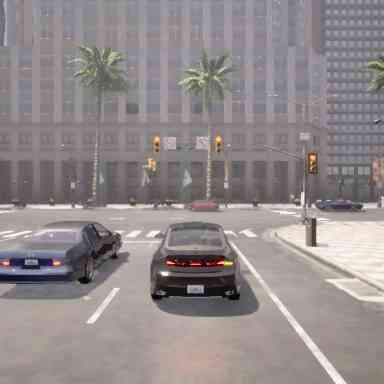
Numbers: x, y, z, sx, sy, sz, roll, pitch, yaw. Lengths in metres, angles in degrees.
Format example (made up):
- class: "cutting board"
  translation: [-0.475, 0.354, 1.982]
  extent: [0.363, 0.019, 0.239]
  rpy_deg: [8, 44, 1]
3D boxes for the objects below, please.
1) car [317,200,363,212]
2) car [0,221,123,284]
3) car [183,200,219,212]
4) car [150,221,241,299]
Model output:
- class: "car"
  translation: [17.012, 1.601, 38.503]
  extent: [4.718, 1.301, 1.895]
  rpy_deg: [0, 0, 0]
- class: "car"
  translation: [-3.421, 1.547, 9.618]
  extent: [2.033, 1.411, 5.357]
  rpy_deg: [0, 0, 0]
- class: "car"
  translation: [1.063, 1.564, 38.550]
  extent: [4.181, 1.385, 1.994]
  rpy_deg: [0, 0, 0]
- class: "car"
  translation: [0.076, 1.505, 8.424]
  extent: [1.837, 1.490, 4.892]
  rpy_deg: [0, 0, 0]
